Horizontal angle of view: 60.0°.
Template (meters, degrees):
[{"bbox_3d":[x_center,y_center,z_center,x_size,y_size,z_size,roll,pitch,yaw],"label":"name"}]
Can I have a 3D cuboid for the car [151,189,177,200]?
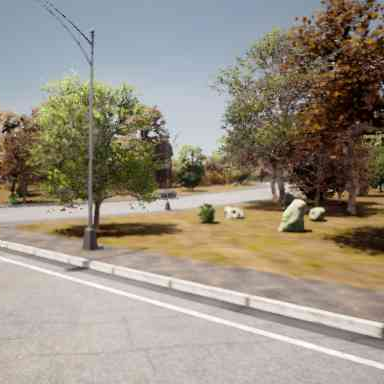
[{"bbox_3d":[-4.332,0.372,49.788,2.128,1.511,4.902,1,3,39],"label":"car"}]
